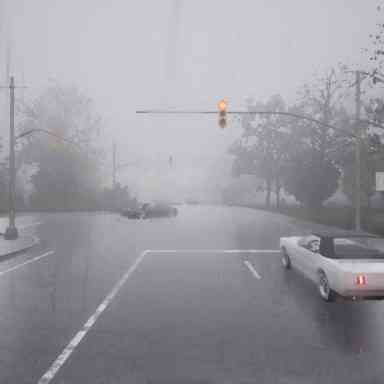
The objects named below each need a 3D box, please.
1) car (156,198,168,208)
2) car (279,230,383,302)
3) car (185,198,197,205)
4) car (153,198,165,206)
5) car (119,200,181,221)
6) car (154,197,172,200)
[{"bbox_3d":[-4.843,1.721,53.207,1.837,1.490,4.892,0,-1,-7],"label":"car"},{"bbox_3d":[3.596,1.601,8.196,1.895,1.301,4.718,0,0,0],"label":"car"},{"bbox_3d":[-0.202,2.021,69.177,2.128,1.511,4.902,0,-1,-12],"label":"car"},{"bbox_3d":[-6.482,1.937,64.524,1.882,1.535,5.008,0,-1,-10],"label":"car"},{"bbox_3d":[-3.428,1.600,27.004,4.718,1.301,1.895,0,0,-43],"label":"car"},{"bbox_3d":[-4.059,1.425,43.105,2.097,1.767,4.553,0,-1,-3],"label":"car"}]
